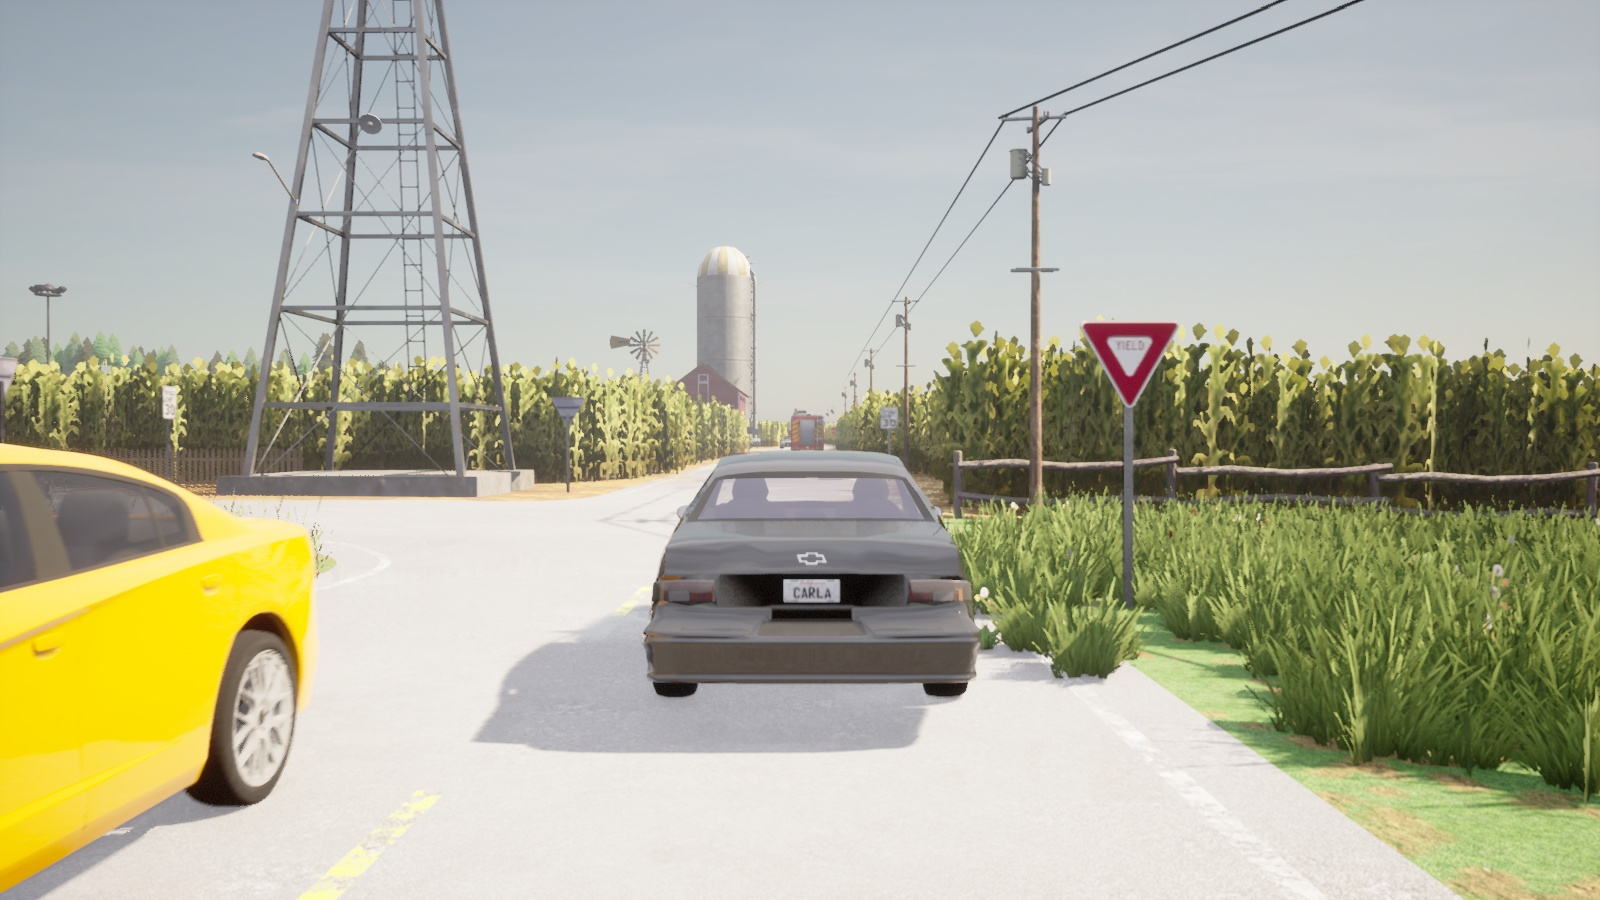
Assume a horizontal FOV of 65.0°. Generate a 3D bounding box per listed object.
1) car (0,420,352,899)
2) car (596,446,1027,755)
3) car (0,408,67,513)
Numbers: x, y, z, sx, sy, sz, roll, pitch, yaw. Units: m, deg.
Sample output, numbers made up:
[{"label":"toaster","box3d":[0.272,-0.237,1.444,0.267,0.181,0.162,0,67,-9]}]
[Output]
[{"label":"car","box3d":[-3.148,0.683,3.596,1.882,1.535,5.008,0,1,1]},{"label":"car","box3d":[0.064,0.703,8.600,2.033,1.411,5.357,0,1,0]},{"label":"car","box3d":[-15.147,0.156,20.580,5.027,1.651,2.152,0,1,1]}]
